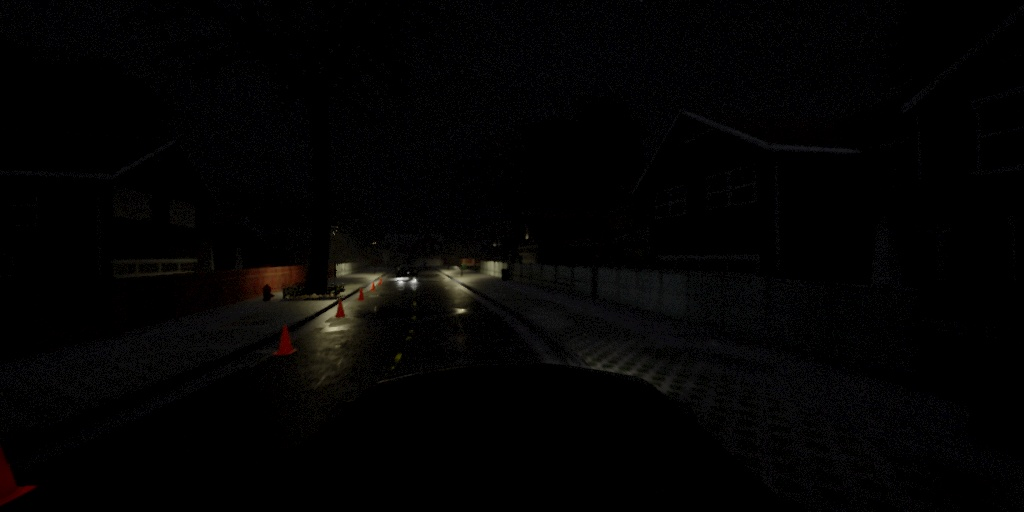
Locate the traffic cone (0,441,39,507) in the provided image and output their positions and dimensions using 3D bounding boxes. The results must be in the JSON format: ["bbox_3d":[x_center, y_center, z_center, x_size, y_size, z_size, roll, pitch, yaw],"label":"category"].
[{"bbox_3d":[-4.361,1.765,3.010,0.340,0.580,0.340,0,0,-3],"label":"traffic cone"}]

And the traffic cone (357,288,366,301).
[{"bbox_3d":[-7.202,1.813,17.156,0.340,0.580,0.340,0,0,-15],"label":"traffic cone"}]

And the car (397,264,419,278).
[{"bbox_3d":[-10.845,1.476,37.043,1.994,1.385,4.181,-1,0,-20],"label":"car"}]

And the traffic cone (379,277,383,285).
[{"bbox_3d":[-9.813,1.855,26.809,0.340,0.580,0.340,0,0,-15],"label":"traffic cone"}]

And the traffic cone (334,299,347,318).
[{"bbox_3d":[-5.896,1.792,12.329,0.340,0.580,0.340,0,0,-15],"label":"traffic cone"}]

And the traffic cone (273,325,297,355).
[{"bbox_3d":[-4.858,1.775,7.696,0.340,0.580,0.340,0,0,-9],"label":"traffic cone"}]

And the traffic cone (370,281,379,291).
[{"bbox_3d":[-8.507,1.835,21.982,0.340,0.580,0.340,0,0,-15],"label":"traffic cone"}]
